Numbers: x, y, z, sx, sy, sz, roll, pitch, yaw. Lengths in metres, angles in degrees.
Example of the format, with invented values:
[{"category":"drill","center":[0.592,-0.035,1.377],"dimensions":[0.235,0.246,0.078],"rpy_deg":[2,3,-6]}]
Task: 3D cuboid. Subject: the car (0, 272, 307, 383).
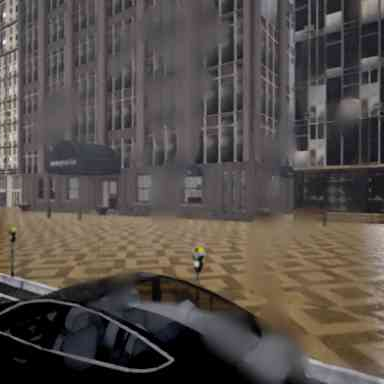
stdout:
[{"category":"car","center":[-0.997,1.585,3.574],"dimensions":[4.313,1.339,1.947],"rpy_deg":[0,0,35]}]
